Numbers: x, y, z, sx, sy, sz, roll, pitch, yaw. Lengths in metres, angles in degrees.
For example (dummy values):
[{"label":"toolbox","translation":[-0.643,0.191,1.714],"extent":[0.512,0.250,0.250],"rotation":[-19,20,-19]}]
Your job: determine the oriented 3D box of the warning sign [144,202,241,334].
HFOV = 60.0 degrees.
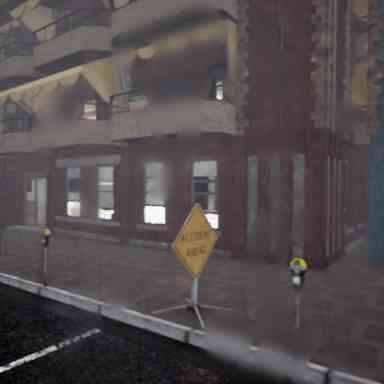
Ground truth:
[{"label":"warning sign","translation":[0.043,1.114,5.625],"extent":[1.060,1.860,1.300],"rotation":[1,0,35]}]
